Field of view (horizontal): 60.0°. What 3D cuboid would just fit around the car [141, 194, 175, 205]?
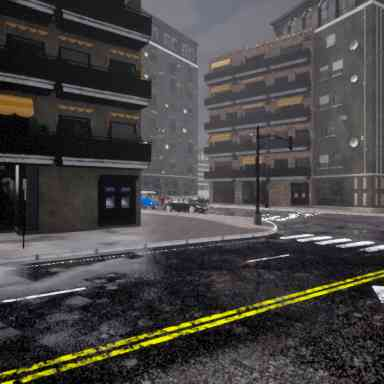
[{"bbox_3d":[-4.414,0.962,42.608,4.206,1.307,1.802,1,0,37],"label":"car"}]

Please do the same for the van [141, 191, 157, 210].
[{"bbox_3d":[-5.024,0.818,32.609,3.998,1.788,1.690,1,0,37],"label":"van"}]

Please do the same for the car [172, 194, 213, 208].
[{"bbox_3d":[0.013,1.042,39.301,4.403,1.369,2.008,1,0,37],"label":"car"}]

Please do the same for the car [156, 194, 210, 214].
[{"bbox_3d":[-0.604,1.138,29.301,4.403,1.369,2.008,1,0,37],"label":"car"}]
